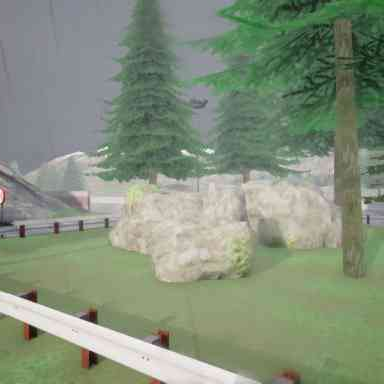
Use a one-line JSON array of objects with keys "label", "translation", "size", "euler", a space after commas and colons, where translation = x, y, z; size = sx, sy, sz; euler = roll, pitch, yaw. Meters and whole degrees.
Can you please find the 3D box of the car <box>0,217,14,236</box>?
[{"label": "car", "translation": [-10.921, 1.358, 15.459], "size": [5.357, 1.411, 2.033], "euler": [0, 0, 17]}]
